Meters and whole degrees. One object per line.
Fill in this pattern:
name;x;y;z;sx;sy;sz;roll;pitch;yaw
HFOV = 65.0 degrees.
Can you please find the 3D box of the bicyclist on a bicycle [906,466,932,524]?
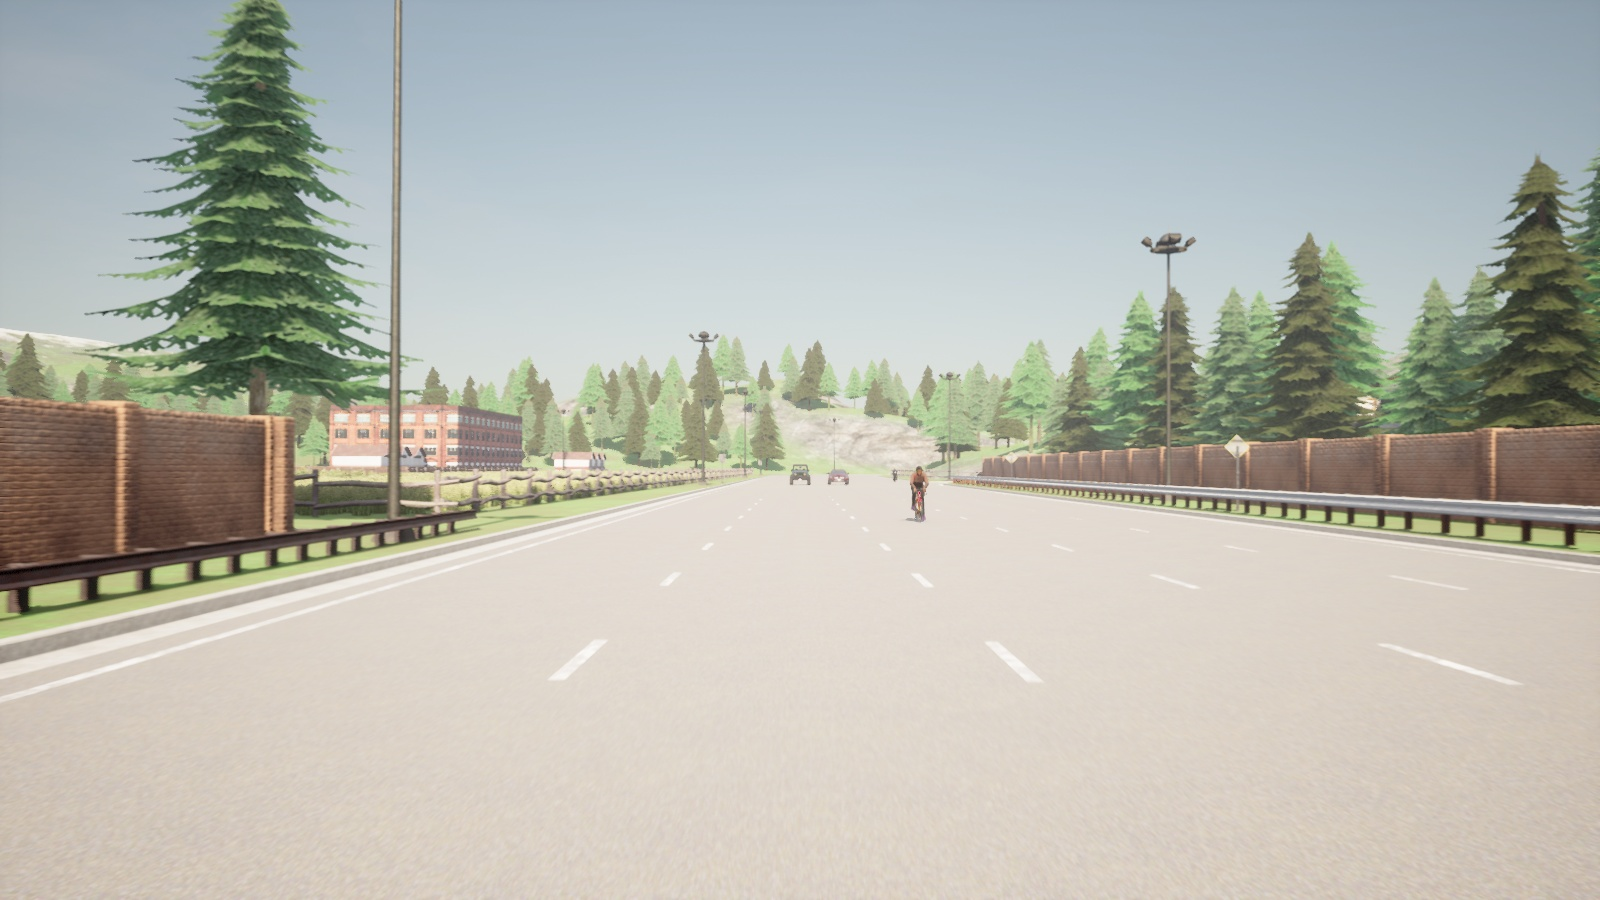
bicyclist on a bicycle;3.414;1.265;36.063;0.582;1.620;1.656;0;0;0
